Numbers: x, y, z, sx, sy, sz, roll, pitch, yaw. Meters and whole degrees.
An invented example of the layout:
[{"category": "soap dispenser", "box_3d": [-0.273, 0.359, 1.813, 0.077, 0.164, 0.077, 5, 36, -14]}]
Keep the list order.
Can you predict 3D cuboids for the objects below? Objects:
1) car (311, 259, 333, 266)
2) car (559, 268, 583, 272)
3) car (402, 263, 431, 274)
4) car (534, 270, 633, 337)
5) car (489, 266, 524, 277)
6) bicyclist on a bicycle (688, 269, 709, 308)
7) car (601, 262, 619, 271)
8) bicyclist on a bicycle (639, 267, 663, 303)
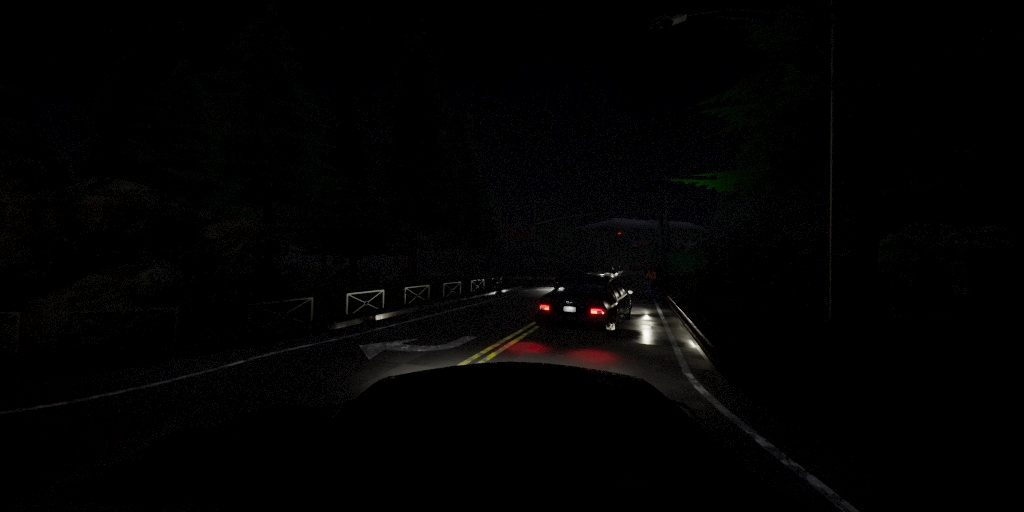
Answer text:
[{"category": "car", "box_3d": [-27.824, 1.262, 53.444, 4.553, 1.767, 2.097, 1, -1, 26]}, {"category": "car", "box_3d": [4.456, 1.555, 26.159, 1.994, 1.385, 4.181, 1, -1, 21]}, {"category": "car", "box_3d": [-13.430, 1.651, 47.600, 5.357, 1.411, 2.033, 1, -1, 20]}, {"category": "car", "box_3d": [2.296, 1.282, 10.276, 2.033, 1.411, 5.357, 1, -1, 24]}, {"category": "car", "box_3d": [-0.666, 1.849, 43.039, 4.181, 1.385, 1.994, 1, -1, 20]}, {"category": "bicyclist on a bicycle", "box_3d": [7.863, 1.362, 15.105, 1.656, 1.620, 0.582, 1, -1, -34]}, {"category": "car", "box_3d": [15.578, 1.986, 57.916, 2.097, 1.767, 4.553, 1, -1, 20]}, {"category": "bicyclist on a bicycle", "box_3d": [6.417, 1.350, 16.486, 1.656, 1.620, 0.582, 1, -1, -31]}]
